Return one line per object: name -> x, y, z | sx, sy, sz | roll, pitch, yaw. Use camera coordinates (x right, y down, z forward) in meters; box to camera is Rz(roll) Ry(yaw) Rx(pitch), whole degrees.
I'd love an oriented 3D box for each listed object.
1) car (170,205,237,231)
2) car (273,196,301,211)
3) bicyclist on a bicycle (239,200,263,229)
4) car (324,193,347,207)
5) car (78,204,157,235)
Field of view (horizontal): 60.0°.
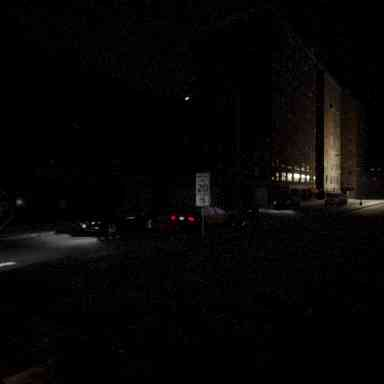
car -> 0.883, 1.507, 20.371 | 2.033, 1.411, 5.357 | 0, 0, 36
car -> 11.477, 1.264, 40.208 | 2.097, 1.767, 4.553 | 0, 0, 36
bicyclist on a bicycle -> 3.200, 1.270, 18.614 | 1.656, 1.620, 0.582 | 0, 0, 36
car -> 20.904, 1.131, 48.386 | 2.150, 2.045, 5.566 | 0, 0, 36
car -> -3.995, 1.464, 18.624 | 1.837, 1.490, 4.892 | 0, 0, 36
